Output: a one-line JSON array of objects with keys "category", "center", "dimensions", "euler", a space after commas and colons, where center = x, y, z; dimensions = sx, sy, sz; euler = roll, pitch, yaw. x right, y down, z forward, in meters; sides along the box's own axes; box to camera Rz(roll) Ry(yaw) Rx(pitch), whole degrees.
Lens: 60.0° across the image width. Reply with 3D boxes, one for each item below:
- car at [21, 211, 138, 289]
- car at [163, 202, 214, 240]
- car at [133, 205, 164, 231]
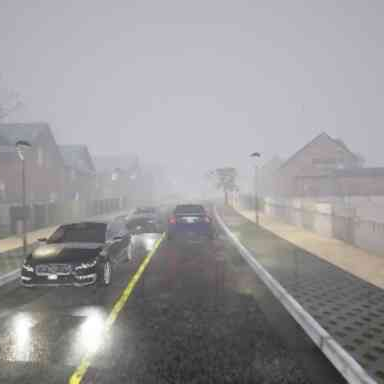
[{"category": "car", "center": [-2.914, 1.528, 9.342], "dimensions": [1.837, 1.490, 4.892], "euler": [-1, 0, 0]}, {"category": "car", "center": [-0.058, 1.295, 16.795], "dimensions": [2.097, 1.767, 4.553], "euler": [-1, 0, 0]}, {"category": "car", "center": [-2.833, 1.533, 20.681], "dimensions": [2.033, 1.411, 5.357], "euler": [-1, 0, 1]}]
